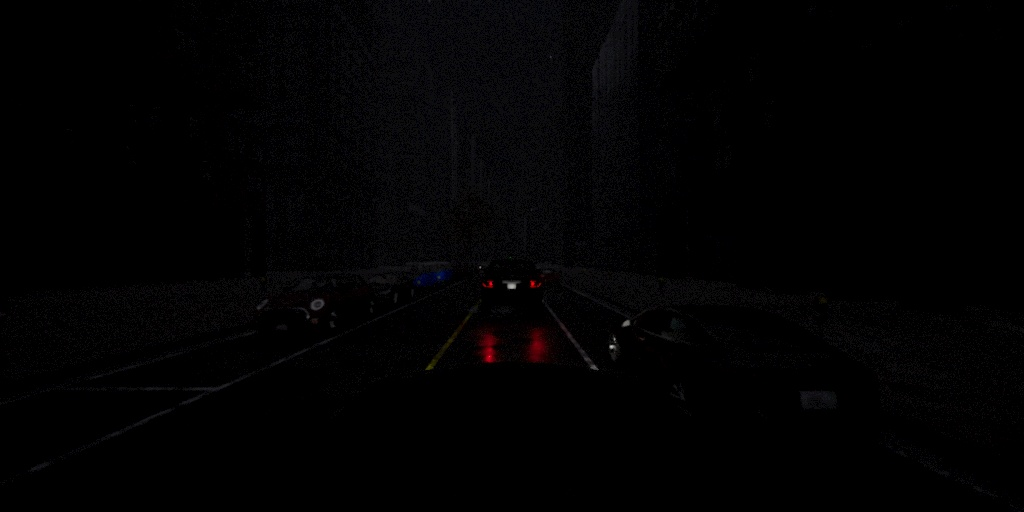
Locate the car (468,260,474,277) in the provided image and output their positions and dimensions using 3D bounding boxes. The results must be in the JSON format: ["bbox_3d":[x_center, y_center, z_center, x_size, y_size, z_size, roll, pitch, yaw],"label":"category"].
[{"bbox_3d":[-5.781,1.431,39.353,2.192,1.841,5.009,0,0,0],"label":"car"}]

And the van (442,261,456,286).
[{"bbox_3d":[-5.776,1.346,27.998,1.690,1.789,3.998,0,0,0],"label":"van"}]

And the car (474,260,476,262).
[{"bbox_3d":[-5.786,1.543,50.707,2.192,1.841,5.009,0,0,0],"label":"car"}]

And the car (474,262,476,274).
[{"bbox_3d":[-5.784,1.738,45.030,1.948,1.339,4.313,0,0,0],"label":"car"}]

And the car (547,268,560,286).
[{"bbox_3d":[2.749,1.588,28.009,1.802,1.307,4.207,0,0,0],"label":"car"}]

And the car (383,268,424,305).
[{"bbox_3d":[-5.770,1.445,16.644,2.007,1.370,4.403,0,0,0],"label":"car"}]

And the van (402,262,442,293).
[{"bbox_3d":[-5.773,1.291,22.321,1.690,1.789,3.998,0,0,0],"label":"van"}]

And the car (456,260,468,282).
[{"bbox_3d":[-5.778,1.376,33.676,2.192,1.841,5.009,0,0,0],"label":"car"}]

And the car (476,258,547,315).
[{"bbox_3d":[0.002,1.098,14.430,2.150,2.045,5.566,0,0,0],"label":"car"}]

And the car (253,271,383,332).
[{"bbox_3d":[-5.768,1.280,10.966,1.967,1.591,4.097,0,0,0],"label":"car"}]

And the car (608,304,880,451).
[{"bbox_3d":[2.760,1.351,5.299,1.948,1.339,4.313,0,0,0],"label":"car"}]
